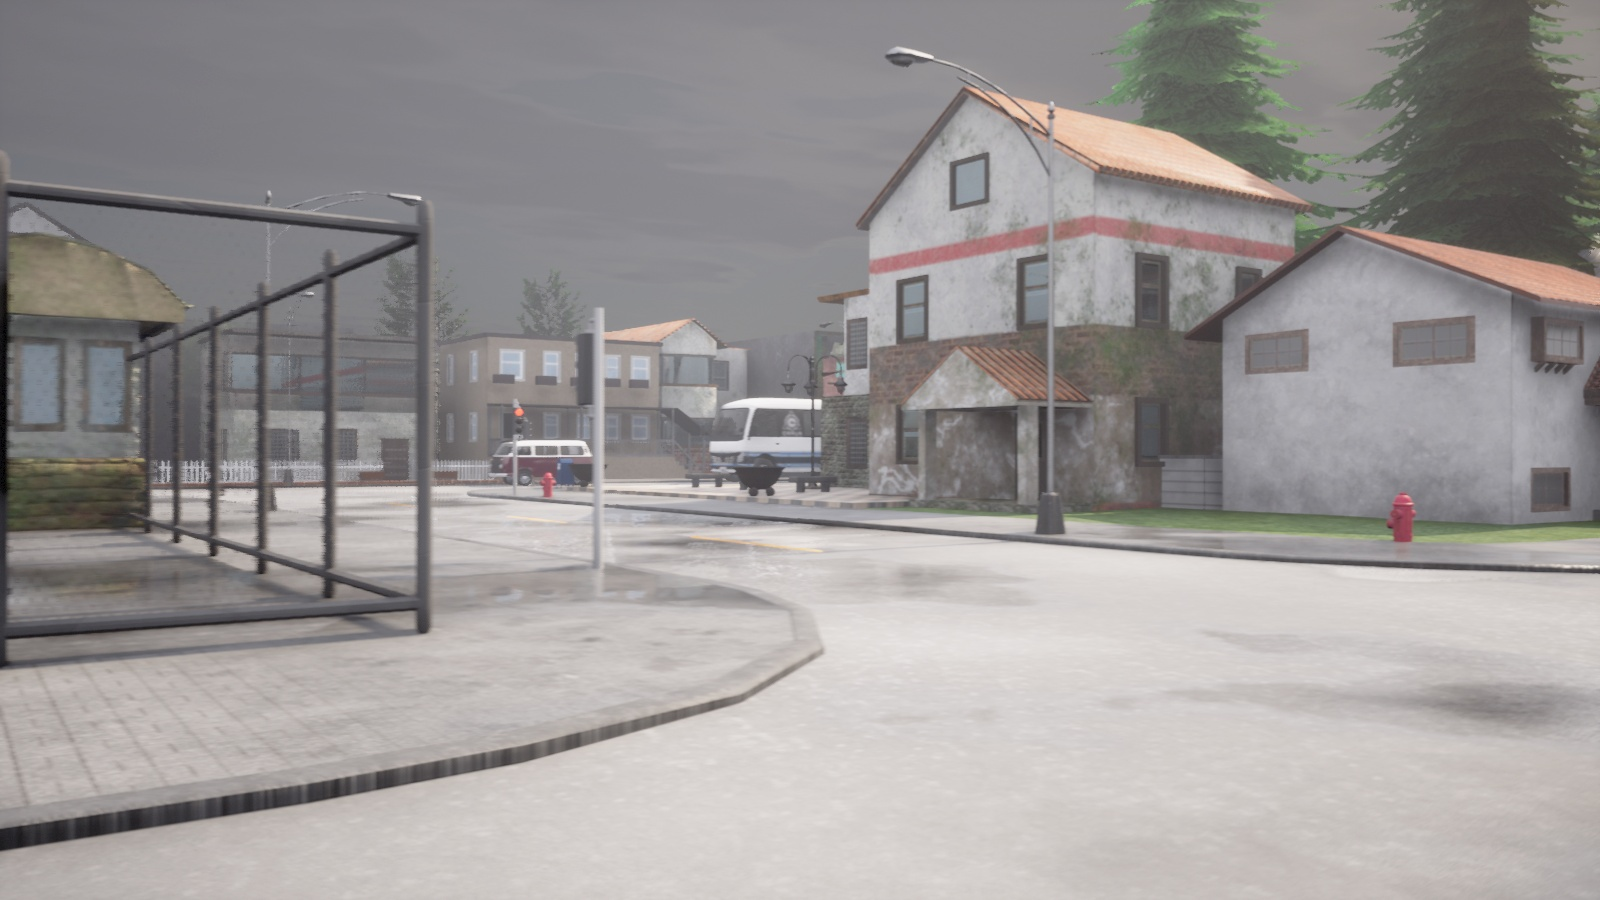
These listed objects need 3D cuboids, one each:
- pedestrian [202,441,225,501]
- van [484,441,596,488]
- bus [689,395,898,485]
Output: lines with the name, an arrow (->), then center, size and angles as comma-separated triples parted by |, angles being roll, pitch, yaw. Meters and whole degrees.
pedestrian -> -18.042, 0.634, 38.631 | 0.636, 1.846, 0.331 | 0, 0, -28
van -> -11.624, 0.627, 56.250 | 4.480, 2.038, 2.069 | 0, 0, -35
bus -> -0.217, -0.480, 64.183 | 10.273, 4.253, 3.944 | 0, 0, -35
